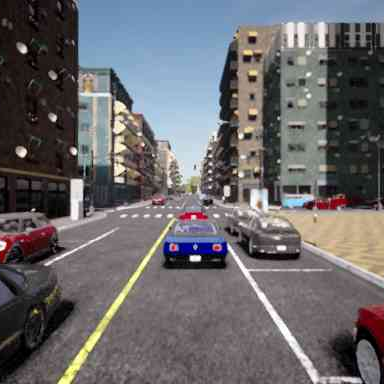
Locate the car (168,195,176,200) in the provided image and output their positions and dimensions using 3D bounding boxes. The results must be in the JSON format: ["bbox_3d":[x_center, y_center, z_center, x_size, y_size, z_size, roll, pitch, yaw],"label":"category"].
[{"bbox_3d":[-5.688,1.450,95.478,1.947,1.339,4.313,1,0,0],"label":"car"}]

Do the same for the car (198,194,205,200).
[{"bbox_3d":[2.693,1.430,95.439,1.887,1.381,4.507,1,0,0],"label":"car"}]

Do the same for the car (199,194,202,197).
[{"bbox_3d":[2.695,1.505,62.013,1.802,1.307,4.206,1,0,0],"label":"car"}]

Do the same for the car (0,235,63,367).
[{"bbox_3d":[-3.100,1.543,3.370,2.033,1.411,5.357,0,0,0],"label":"car"}]

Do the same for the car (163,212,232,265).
[{"bbox_3d":[0.098,1.585,11.585,1.895,1.301,4.718,0,0,0],"label":"car"}]

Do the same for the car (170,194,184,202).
[{"bbox_3d":[-3.007,1.265,73.013,2.097,1.767,4.553,0,0,0],"label":"car"}]

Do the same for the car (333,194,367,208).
[{"bbox_3d":[19.287,1.161,43.223,5.009,1.841,2.192,0,0,0],"label":"car"}]

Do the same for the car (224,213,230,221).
[{"bbox_3d":[2.828,1.527,18.249,2.008,1.369,4.403,1,0,0],"label":"car"}]

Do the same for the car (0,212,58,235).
[{"bbox_3d":[-5.808,1.426,10.443,1.967,1.590,4.097,1,0,0],"label":"car"}]

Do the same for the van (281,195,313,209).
[{"bbox_3d":[13.760,1.229,43.262,3.998,1.788,1.690,0,0,0],"label":"van"}]

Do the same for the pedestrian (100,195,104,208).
[{"bbox_3d":[-12.533,1.273,46.405,0.375,1.860,0.375,0,0,0],"label":"pedestrian"}]

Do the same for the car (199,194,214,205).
[{"bbox_3d":[2.696,1.495,56.442,1.947,1.339,4.313,1,0,0],"label":"car"}]

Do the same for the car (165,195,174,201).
[{"bbox_3d":[-5.686,1.463,84.337,1.947,1.339,4.313,1,0,0],"label":"car"}]

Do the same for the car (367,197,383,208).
[{"bbox_3d":[24.817,1.349,43.183,4.507,1.381,1.887,0,0,0],"label":"car"}]

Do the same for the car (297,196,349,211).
[{"bbox_3d":[13.700,1.359,34.881,4.206,1.307,1.802,0,0,0],"label":"car"}]

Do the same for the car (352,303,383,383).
[{"bbox_3d":[2.784,1.542,2.249,1.887,1.381,4.507,1,0,0],"label":"car"}]

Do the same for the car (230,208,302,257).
[{"bbox_3d":[2.829,1.534,12.679,2.008,1.369,4.403,1,0,0],"label":"car"}]

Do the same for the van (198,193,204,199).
[{"bbox_3d":[2.696,1.239,84.298,1.690,1.788,3.998,1,0,0],"label":"van"}]

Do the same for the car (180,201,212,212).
[{"bbox_3d":[0.093,1.534,22.921,1.994,1.385,4.181,0,0,0],"label":"car"}]

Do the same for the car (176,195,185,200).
[{"bbox_3d":[-3.008,1.417,88.588,2.033,1.411,5.357,0,0,0],"label":"car"}]

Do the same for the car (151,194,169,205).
[{"bbox_3d":[-5.680,1.244,56.481,2.192,1.841,5.009,1,0,0],"label":"car"}]
